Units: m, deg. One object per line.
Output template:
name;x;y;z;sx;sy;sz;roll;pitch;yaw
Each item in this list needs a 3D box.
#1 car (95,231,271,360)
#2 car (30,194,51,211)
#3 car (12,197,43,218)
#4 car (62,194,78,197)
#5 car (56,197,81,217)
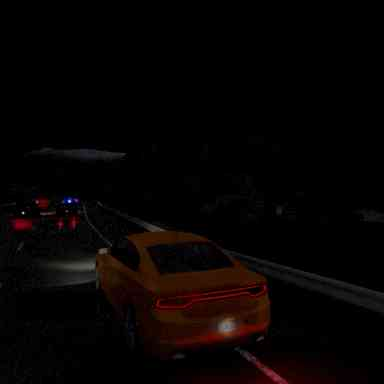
car;-0.602;1.478;6.287;1.882;1.535;5.008;0;0;-24
car;-18.336;1.221;40.099;2.150;2.045;5.566;0;0;-19
car;-14.962;1.505;30.189;1.837;1.490;4.892;0;0;-19
car;-15.166;1.221;41.479;2.150;2.045;5.566;0;0;-18
car;-11.781;1.492;31.566;2.128;1.511;4.902;0;0;-19
